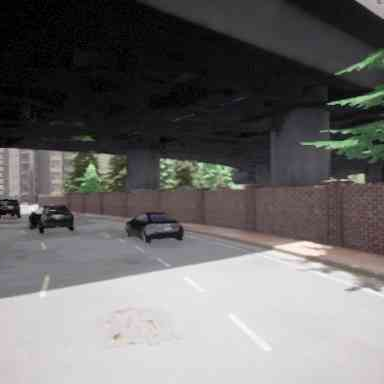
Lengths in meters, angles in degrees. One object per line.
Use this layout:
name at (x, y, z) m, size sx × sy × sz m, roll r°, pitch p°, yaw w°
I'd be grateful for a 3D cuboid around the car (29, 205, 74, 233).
car at (-9.601, 1.669, 22.547) m, size 2.097 × 1.767 × 4.553 m, roll -1°, pitch -1°, yaw -35°

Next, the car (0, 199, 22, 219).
car at (-20.742, 1.842, 37.333) m, size 2.150 × 2.045 × 5.566 m, roll -1°, pitch 0°, yaw -38°

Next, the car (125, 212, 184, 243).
car at (-2.037, 1.703, 17.174) m, size 1.994 × 1.385 × 4.181 m, roll -1°, pitch 0°, yaw -27°
